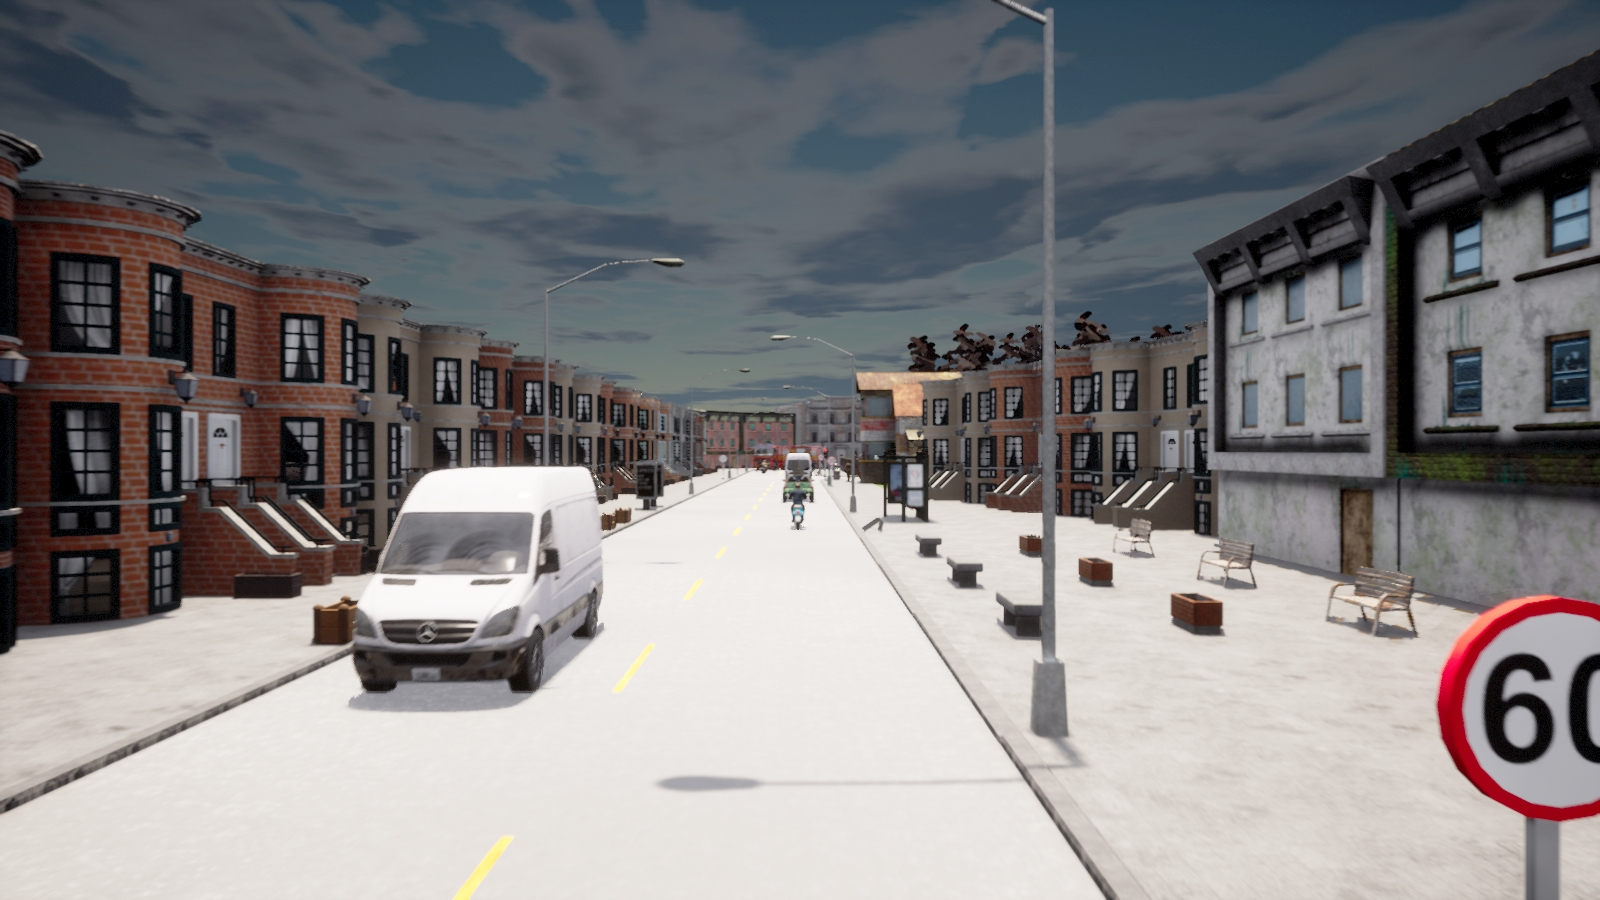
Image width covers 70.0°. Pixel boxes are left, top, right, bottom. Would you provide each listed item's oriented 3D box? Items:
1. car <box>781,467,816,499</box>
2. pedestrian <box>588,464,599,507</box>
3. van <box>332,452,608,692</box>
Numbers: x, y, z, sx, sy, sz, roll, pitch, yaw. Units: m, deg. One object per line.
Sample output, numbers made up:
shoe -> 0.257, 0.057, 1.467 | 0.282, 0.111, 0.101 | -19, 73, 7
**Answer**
car -> -0.096, 1.780, 62.573 | 1.851, 1.617, 3.988 | 0, 0, 0
pedestrian -> -8.945, 1.525, 49.494 | 0.375, 1.860, 0.375 | 0, 0, 2
van -> -4.037, 1.314, 15.216 | 1.988, 2.561, 5.915 | 0, 0, 0
